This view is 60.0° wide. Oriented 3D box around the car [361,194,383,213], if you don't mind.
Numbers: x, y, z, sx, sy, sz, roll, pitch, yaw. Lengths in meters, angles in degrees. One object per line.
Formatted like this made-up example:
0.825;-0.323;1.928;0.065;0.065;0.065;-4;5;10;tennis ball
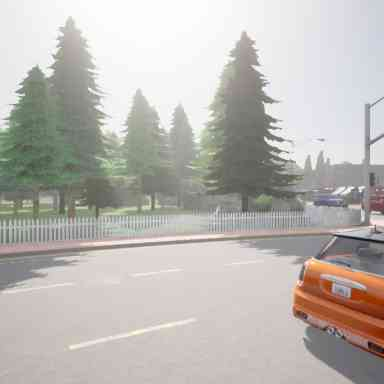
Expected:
19.364;1.277;33.197;2.150;2.045;5.566;0;0;-8;car

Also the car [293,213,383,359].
3.939;1.352;5.443;4.553;1.767;2.097;0;0;-26;car

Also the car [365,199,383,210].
25.199;1.656;43.822;1.895;1.301;4.718;0;0;-7;car

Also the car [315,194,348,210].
17.999;1.277;43.463;2.150;2.045;5.566;0;0;-8;car

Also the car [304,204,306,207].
16.654;1.581;53.661;1.812;1.442;4.674;0;0;-7;car
